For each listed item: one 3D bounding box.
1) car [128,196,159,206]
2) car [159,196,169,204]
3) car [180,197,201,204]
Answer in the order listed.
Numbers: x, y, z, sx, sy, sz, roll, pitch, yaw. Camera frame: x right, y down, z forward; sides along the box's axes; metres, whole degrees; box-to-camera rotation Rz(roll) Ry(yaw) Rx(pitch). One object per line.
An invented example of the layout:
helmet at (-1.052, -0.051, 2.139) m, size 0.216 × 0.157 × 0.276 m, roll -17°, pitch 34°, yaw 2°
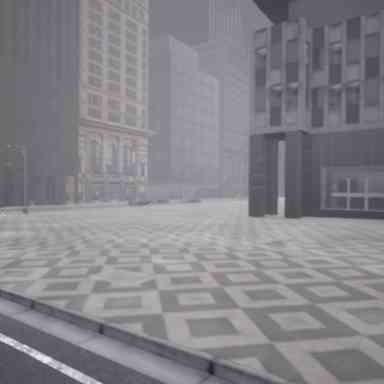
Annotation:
car at (-8.405, 1.614, 55.132) m, size 2.128 × 1.511 × 4.902 m, roll 1°, pitch 1°, yaw 36°
car at (-6.356, 1.552, 63.257) m, size 2.128 × 1.511 × 4.902 m, roll 1°, pitch 1°, yaw 35°
car at (-0.286, 1.615, 66.636) m, size 2.033 × 1.411 × 5.357 m, roll 1°, pitch 1°, yaw 35°
